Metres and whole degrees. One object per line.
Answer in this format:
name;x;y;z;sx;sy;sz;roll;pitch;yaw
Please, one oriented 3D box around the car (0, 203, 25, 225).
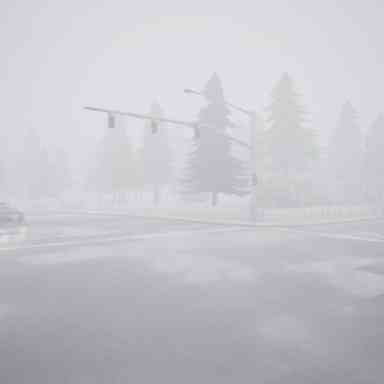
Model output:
car;-13.372;1.480;22.768;4.902;1.511;2.128;0;0;35
